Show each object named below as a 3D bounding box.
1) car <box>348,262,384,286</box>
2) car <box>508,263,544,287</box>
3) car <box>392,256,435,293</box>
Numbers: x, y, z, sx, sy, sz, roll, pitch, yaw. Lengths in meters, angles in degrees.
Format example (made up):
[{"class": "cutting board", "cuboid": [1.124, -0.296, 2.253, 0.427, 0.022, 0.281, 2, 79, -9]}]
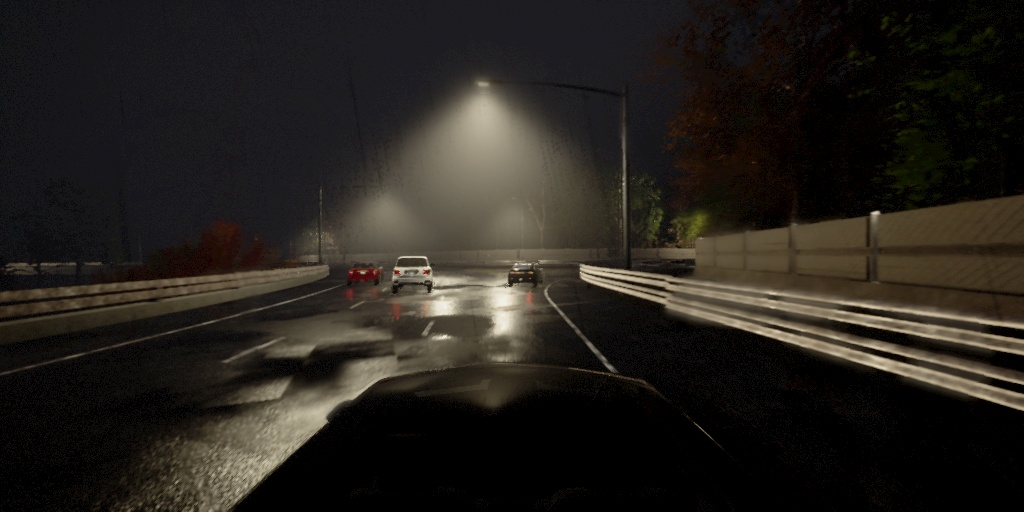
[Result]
[{"class": "car", "cuboid": [-10.893, 1.208, 26.957, 2.097, 1.767, 4.553, -1, 0, -15]}, {"class": "car", "cuboid": [0.998, 1.230, 24.240, 2.128, 1.511, 4.902, -1, 0, 11]}, {"class": "car", "cuboid": [-5.921, 1.029, 21.737, 2.150, 2.045, 5.566, 0, 0, -13]}]
